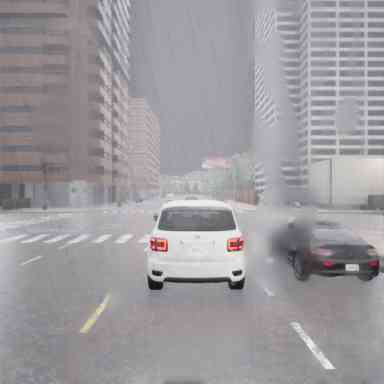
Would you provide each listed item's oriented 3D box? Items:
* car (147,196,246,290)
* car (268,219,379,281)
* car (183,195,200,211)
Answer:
[{"bbox_3d":[0.072,1.221,9.226,2.150,2.045,5.566,0,0,-1],"label":"car"},{"bbox_3d":[3.574,1.526,9.737,1.812,1.442,4.674,0,0,0],"label":"car"},{"bbox_3d":[-0.075,1.353,42.226,2.097,1.767,4.553,0,0,0],"label":"car"}]
